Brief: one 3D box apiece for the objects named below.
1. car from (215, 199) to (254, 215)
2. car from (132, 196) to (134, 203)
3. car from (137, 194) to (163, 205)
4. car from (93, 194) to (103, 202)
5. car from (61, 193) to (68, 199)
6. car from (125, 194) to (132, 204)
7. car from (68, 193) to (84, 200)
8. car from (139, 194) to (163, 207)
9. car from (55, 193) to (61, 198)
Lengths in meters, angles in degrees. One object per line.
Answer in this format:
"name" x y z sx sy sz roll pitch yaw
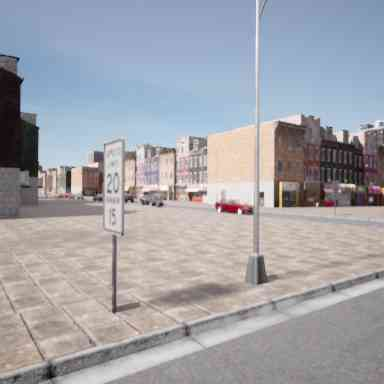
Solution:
"car" 4.045 1.349 30.982 1.887 1.381 4.507 1 0 -35
"car" -11.772 1.052 57.912 1.837 1.490 4.892 1 0 -35
"car" -6.367 1.128 50.356 1.837 1.490 4.892 1 0 -35
"car" -16.013 1.022 58.673 1.812 1.442 4.674 1 0 -35
"car" -27.670 0.905 75.839 1.887 1.381 4.507 1 0 -35
"car" -11.964 1.028 52.962 1.882 1.535 5.008 1 0 -35
"car" -24.499 0.945 71.353 2.008 1.369 4.403 1 0 -35
"car" -5.469 1.211 44.439 1.947 1.339 4.313 1 0 -35
"car" -30.843 0.873 80.325 1.887 1.381 4.507 1 0 -35
